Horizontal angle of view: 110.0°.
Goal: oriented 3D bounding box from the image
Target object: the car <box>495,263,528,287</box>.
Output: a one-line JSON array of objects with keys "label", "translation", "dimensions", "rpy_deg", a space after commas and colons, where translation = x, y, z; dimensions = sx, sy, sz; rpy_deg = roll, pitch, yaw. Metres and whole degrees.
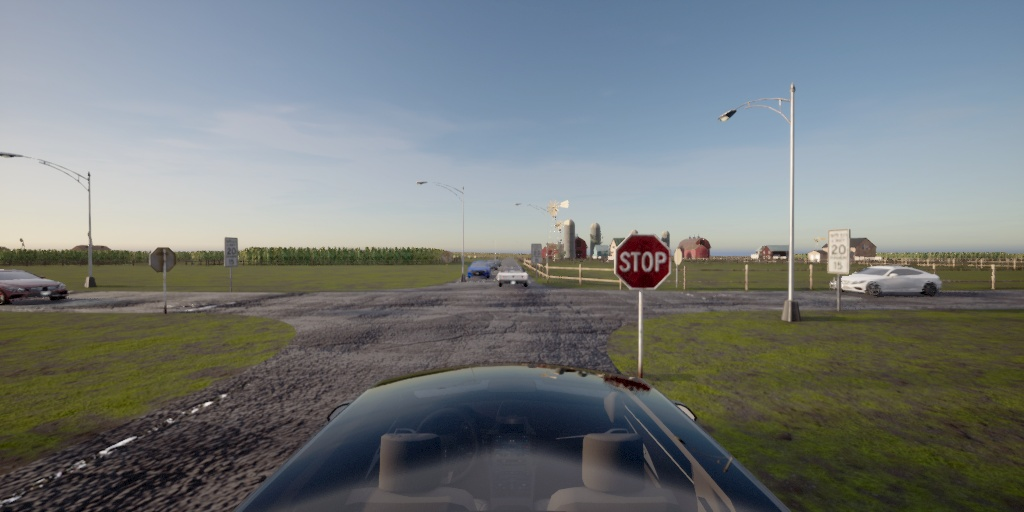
[{"label": "car", "translation": [0.057, 1.347, 24.552], "dimensions": [1.895, 1.301, 4.718], "rpy_deg": [0, 0, 0]}]

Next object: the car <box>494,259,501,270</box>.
[{"label": "car", "translation": [-2.929, 1.242, 48.737], "dimensions": [2.128, 1.511, 4.902], "rpy_deg": [0, 0, 0]}]

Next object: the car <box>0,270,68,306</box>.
[{"label": "car", "translation": [-22.161, 1.322, 15.594], "dimensions": [4.674, 1.442, 1.812], "rpy_deg": [0, 1, 8]}]

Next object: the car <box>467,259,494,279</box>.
[{"label": "car", "translation": [-2.904, 1.225, 32.454], "dimensions": [1.882, 1.535, 5.008], "rpy_deg": [0, 0, 0]}]

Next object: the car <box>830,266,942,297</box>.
[{"label": "car", "translation": [18.940, 1.243, 18.212], "dimensions": [4.674, 1.442, 1.812], "rpy_deg": [0, 1, -2]}]
